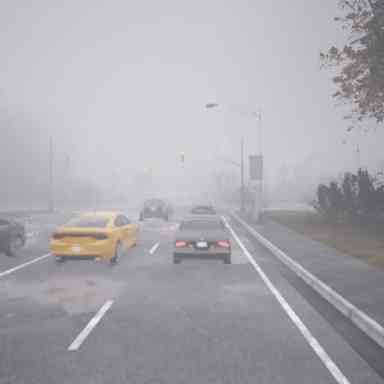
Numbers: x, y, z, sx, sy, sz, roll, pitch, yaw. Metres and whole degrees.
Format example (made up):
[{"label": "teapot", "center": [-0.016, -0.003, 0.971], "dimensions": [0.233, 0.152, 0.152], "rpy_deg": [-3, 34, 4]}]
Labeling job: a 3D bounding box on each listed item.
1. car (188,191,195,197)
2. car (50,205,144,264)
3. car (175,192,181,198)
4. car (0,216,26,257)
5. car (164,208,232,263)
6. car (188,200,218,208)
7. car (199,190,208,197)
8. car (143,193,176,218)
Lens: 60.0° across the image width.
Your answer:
[{"label": "car", "center": [-0.167, 0.652, 93.031], "dimensions": [1.837, 1.490, 4.892], "rpy_deg": [0, 1, 2]}, {"label": "car", "center": [-3.144, 1.435, 11.714], "dimensions": [1.882, 1.535, 5.008], "rpy_deg": [0, 0, 2]}, {"label": "car", "center": [-3.943, 0.843, 85.621], "dimensions": [2.128, 1.511, 4.902], "rpy_deg": [0, 1, 2]}, {"label": "car", "center": [-6.909, 1.453, 9.954], "dimensions": [2.128, 1.511, 4.902], "rpy_deg": [0, 0, 2]}, {"label": "car", "center": [0.346, 1.507, 11.811], "dimensions": [2.033, 1.411, 5.357], "rpy_deg": [0, 0, 2]}, {"label": "car", "center": [0.800, 1.387, 24.523], "dimensions": [1.837, 1.490, 4.892], "rpy_deg": [0, 0, 2]}, {"label": "car", "center": [3.334, 0.389, 92.932], "dimensions": [2.150, 2.045, 5.566], "rpy_deg": [0, 1, 2]}, {"label": "car", "center": [-2.662, 1.225, 25.589], "dimensions": [2.097, 1.767, 4.553], "rpy_deg": [0, 1, 2]}]
